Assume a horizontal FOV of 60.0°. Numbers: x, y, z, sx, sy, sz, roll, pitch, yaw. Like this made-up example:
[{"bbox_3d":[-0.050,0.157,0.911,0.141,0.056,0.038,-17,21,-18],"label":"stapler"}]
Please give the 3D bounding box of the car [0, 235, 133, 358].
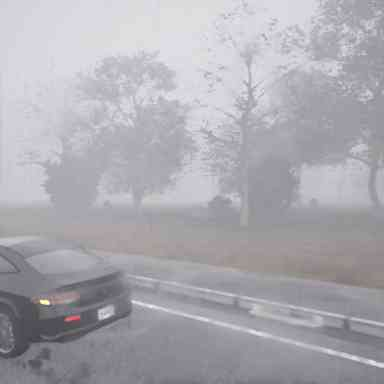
[{"bbox_3d":[-3.123,1.519,5.924,4.674,1.442,1.812,0,0,33],"label":"car"}]
